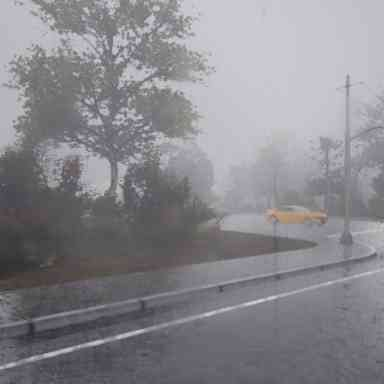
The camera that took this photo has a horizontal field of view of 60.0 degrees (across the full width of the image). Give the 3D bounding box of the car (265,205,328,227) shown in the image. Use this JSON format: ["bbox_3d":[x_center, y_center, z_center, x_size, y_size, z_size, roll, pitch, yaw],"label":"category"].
[{"bbox_3d":[8.072,1.825,25.953,1.882,1.535,5.008,1,-1,-39],"label":"car"}]

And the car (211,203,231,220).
[{"bbox_3d":[1.741,1.833,33.445,2.097,1.767,4.553,1,-2,-43],"label":"car"}]
